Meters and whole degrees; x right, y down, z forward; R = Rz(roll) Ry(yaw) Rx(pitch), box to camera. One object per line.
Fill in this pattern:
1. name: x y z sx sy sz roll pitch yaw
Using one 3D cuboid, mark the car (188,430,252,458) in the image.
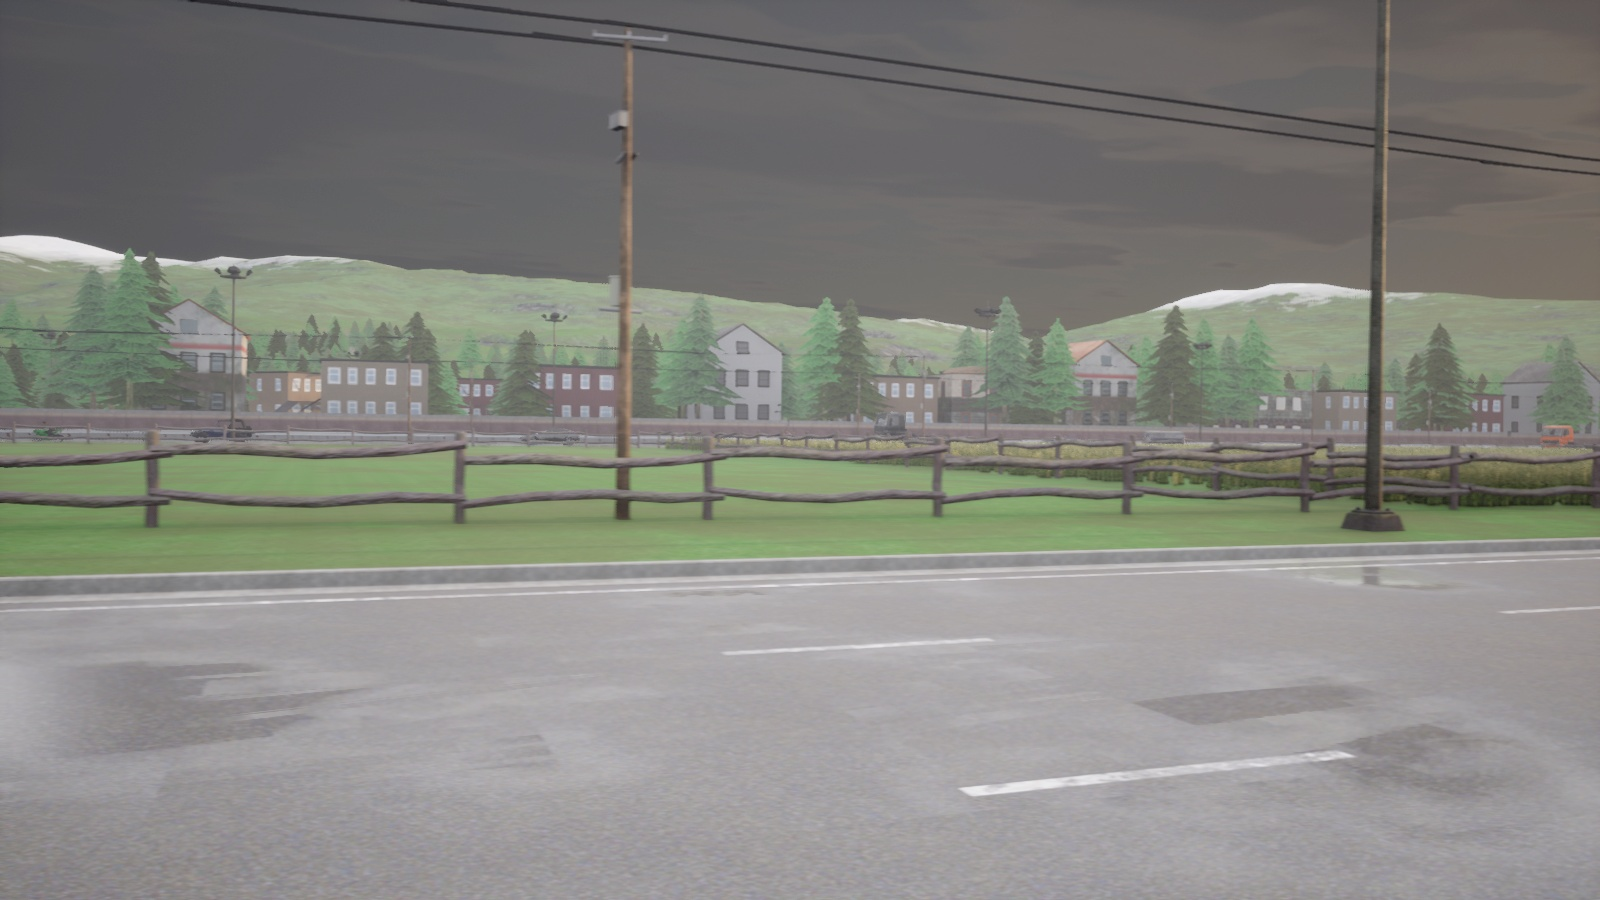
1. car: -40.463 -0.413 87.682 3.866 1.878 1.905 -1 1 -21
